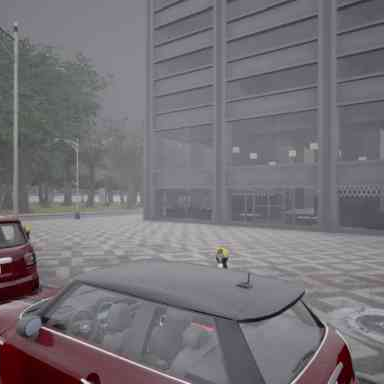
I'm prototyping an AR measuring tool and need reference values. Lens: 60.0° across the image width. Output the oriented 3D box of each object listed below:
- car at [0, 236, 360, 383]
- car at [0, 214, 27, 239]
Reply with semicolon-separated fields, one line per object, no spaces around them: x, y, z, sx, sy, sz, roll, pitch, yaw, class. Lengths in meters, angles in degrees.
-0.614;1.440;3.398;4.097;1.590;1.967;0;0;35;car
-5.043;1.315;6.552;5.009;1.841;2.192;0;0;35;car
